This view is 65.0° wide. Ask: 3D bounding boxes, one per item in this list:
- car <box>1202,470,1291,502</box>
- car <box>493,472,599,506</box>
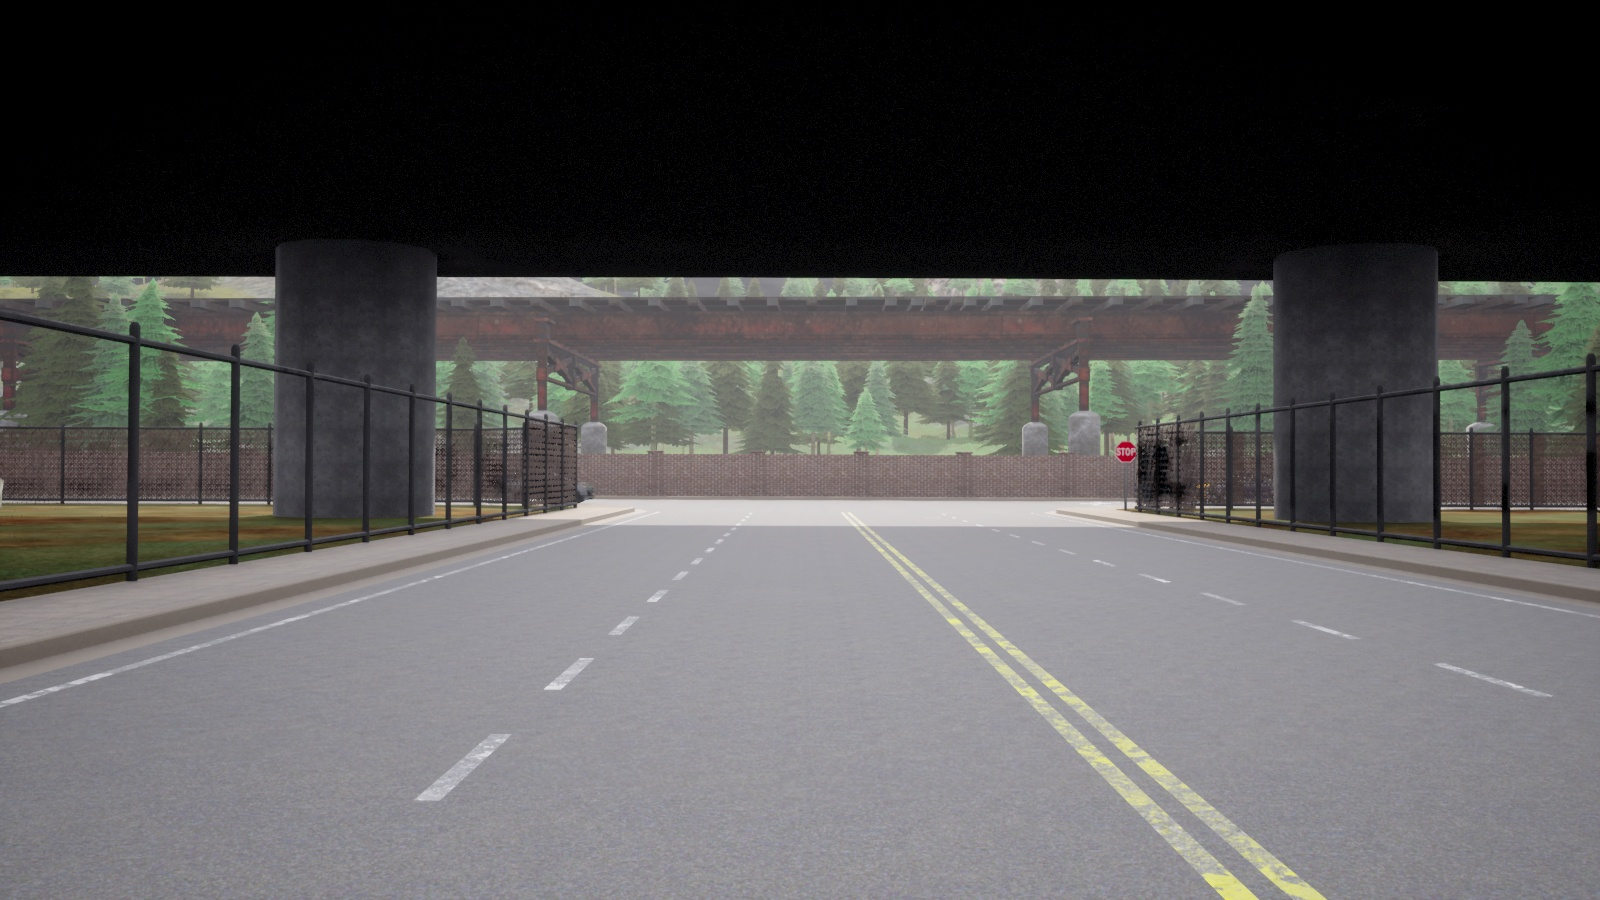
[{"bbox_3d":[21.721,1.731,61.164,3.705,1.549,1.789,0,-1,1],"label":"car"},{"bbox_3d":[-11.712,1.782,58.101,4.514,1.525,2.007,0,-1,0],"label":"car"}]
